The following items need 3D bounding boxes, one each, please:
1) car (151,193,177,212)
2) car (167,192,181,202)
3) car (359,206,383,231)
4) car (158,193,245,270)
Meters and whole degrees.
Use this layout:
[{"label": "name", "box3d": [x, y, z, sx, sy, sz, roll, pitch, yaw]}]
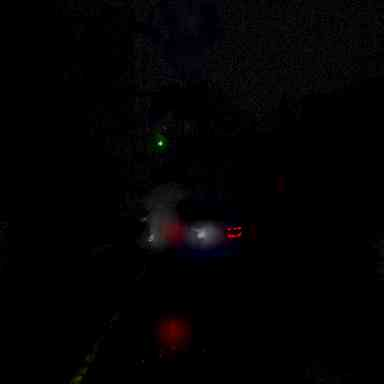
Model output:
[{"label": "car", "box3d": [-2.849, 1.113, 32.427, 2.128, 1.511, 4.902, 0, 1, -1]}, {"label": "car", "box3d": [-2.775, 0.771, 52.141, 1.895, 1.301, 4.718, 0, 1, 0]}, {"label": "car", "box3d": [12.721, 1.374, 19.720, 5.009, 1.841, 2.192, 1, 0, 0]}, {"label": "car", "box3d": [0.576, 1.171, 11.047, 2.150, 2.045, 5.566, 0, 0, 6]}]
